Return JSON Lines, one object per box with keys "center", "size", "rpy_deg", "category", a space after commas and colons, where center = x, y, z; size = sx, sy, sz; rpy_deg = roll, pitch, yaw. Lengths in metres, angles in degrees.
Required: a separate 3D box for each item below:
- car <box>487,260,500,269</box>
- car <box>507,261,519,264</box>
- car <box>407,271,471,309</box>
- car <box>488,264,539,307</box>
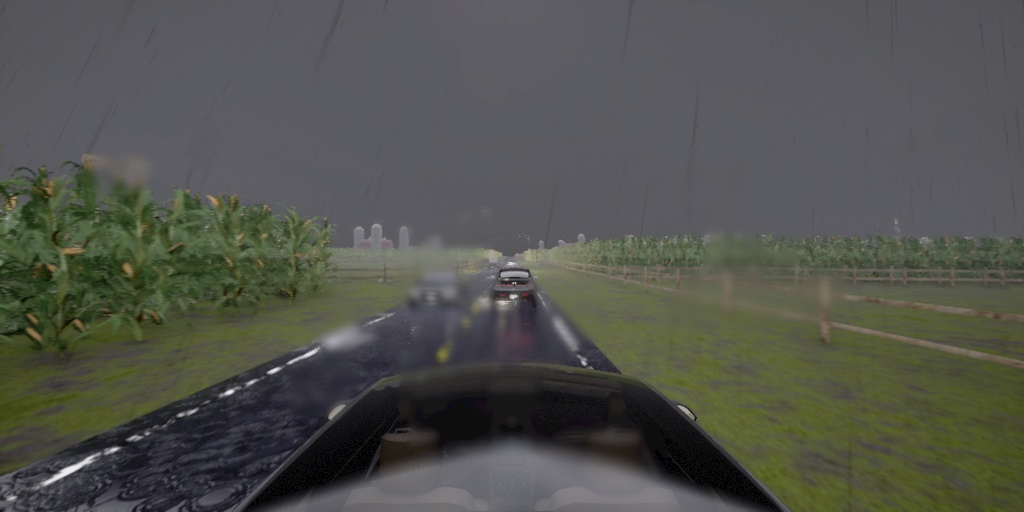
{"center": [-2.811, 1.265, 55.780], "size": [2.033, 1.411, 5.357], "rpy_deg": [0, 0, 1], "category": "car"}
{"center": [0.097, 1.282, 39.895], "size": [2.033, 1.411, 5.357], "rpy_deg": [0, 0, 0], "category": "car"}
{"center": [-2.851, 1.312, 14.715], "size": [1.994, 1.385, 4.181], "rpy_deg": [0, 0, 0], "category": "car"}
{"center": [0.099, 1.253, 15.546], "size": [1.837, 1.490, 4.892], "rpy_deg": [0, 0, 0], "category": "car"}
